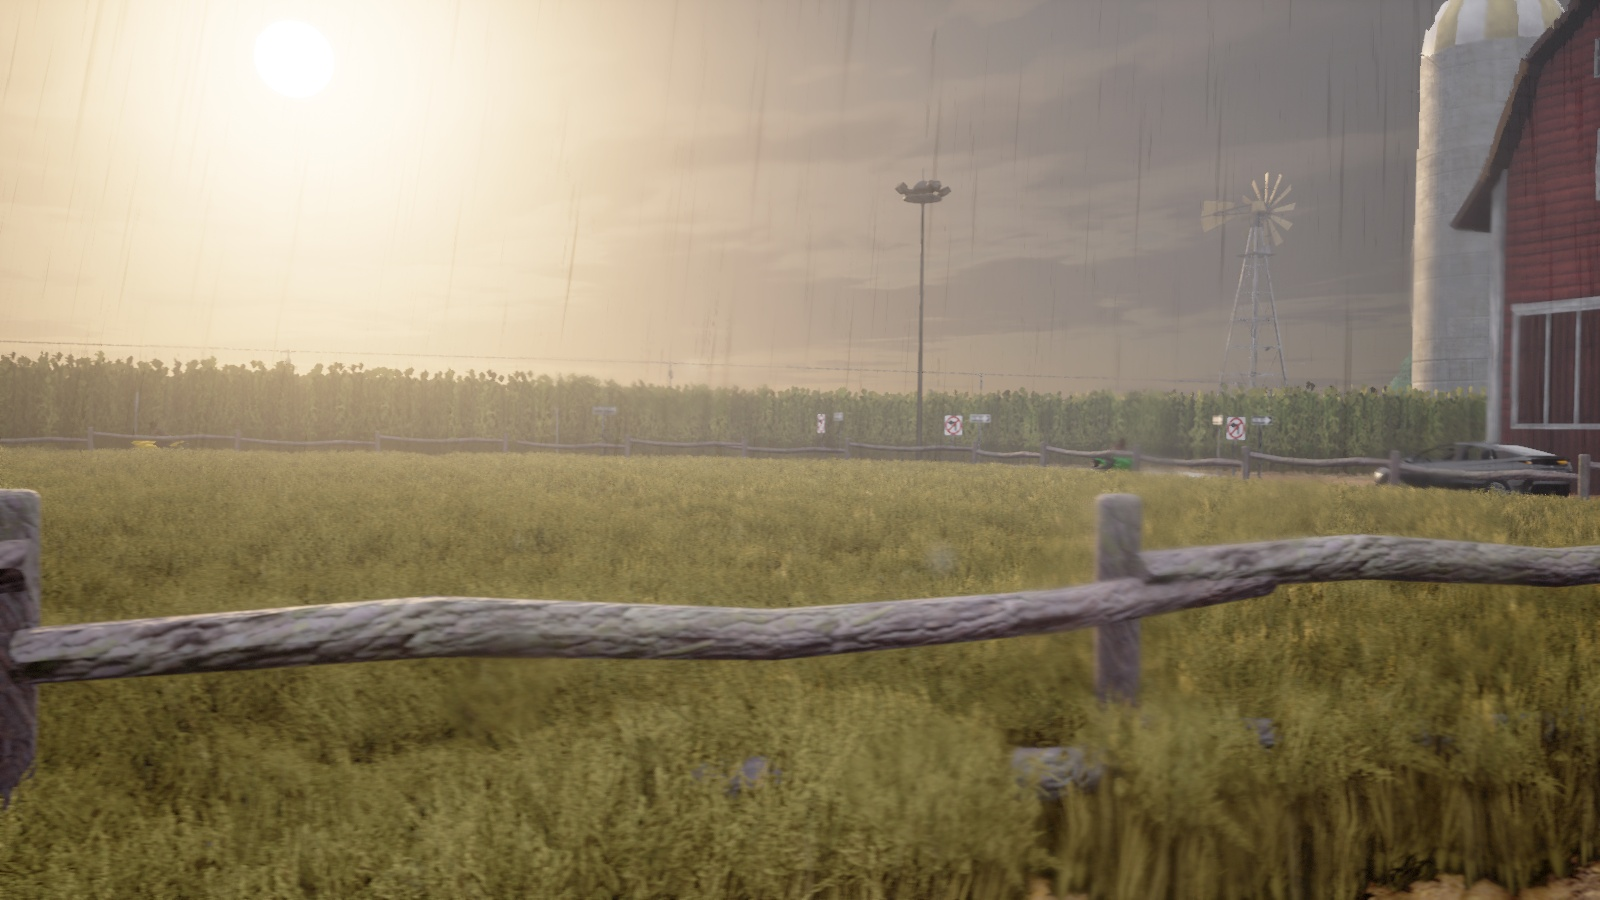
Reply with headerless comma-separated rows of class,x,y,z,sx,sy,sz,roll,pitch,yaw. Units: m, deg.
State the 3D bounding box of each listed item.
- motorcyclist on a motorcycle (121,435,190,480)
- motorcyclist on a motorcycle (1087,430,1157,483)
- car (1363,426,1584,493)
motorcyclist on a motorcycle,-22.298,0.261,43.486,2.044,1.523,0.797,0,1,-20
motorcyclist on a motorcycle,9.643,0.169,37.673,0.797,1.523,2.044,-2,1,-30
car,16.469,0.188,30.962,2.007,1.525,4.514,-1,1,-24
